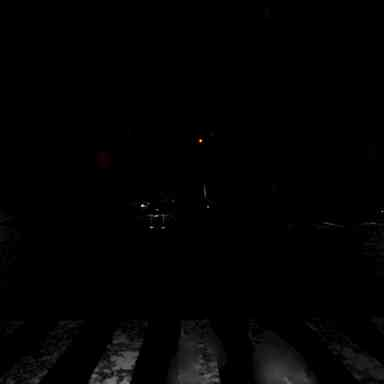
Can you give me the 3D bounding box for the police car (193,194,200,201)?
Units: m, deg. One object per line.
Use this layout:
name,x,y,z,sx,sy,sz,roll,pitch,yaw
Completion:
police car,1.185,1.463,90.628,1.930,1.638,5.238,0,0,-1

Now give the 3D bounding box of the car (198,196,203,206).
car,2.210,1.553,47.339,1.887,1.381,4.507,0,0,-1

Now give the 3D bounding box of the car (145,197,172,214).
car,-3.473,1.569,34.735,1.994,1.385,4.181,0,0,-2

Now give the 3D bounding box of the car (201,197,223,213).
car,2.369,1.556,36.451,2.008,1.369,4.403,0,0,-1

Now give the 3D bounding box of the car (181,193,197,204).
car,-0.700,1.510,64.424,2.128,1.511,4.902,0,0,-1

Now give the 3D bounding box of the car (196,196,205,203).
car,1.833,1.590,73.231,1.947,1.339,4.313,0,0,-1

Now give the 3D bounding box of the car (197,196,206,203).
car,1.907,1.545,68.112,1.752,1.417,4.829,0,0,-1

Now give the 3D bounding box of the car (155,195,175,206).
car,-3.593,1.485,43.547,1.882,1.535,5.008,0,0,-1

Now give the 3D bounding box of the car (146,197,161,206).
car,-6.441,1.579,55.892,1.947,1.339,4.313,0,0,-1

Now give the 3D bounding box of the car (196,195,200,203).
car,2.131,1.562,52.783,2.008,1.369,4.403,0,0,-1

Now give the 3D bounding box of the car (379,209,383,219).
car,14.625,1.303,21.105,4.718,1.301,1.895,-1,0,-1

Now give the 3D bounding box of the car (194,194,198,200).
car,1.987,1.567,62.654,2.008,1.369,4.403,0,0,-1

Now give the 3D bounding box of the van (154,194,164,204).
van,-6.599,1.360,66.717,1.690,1.788,3.998,0,0,-1

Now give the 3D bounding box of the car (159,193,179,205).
car,-3.739,1.363,54.151,2.097,1.767,4.553,0,0,-1

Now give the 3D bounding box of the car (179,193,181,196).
car,-3.873,1.200,69.401,2.128,1.511,4.902,0,0,-1

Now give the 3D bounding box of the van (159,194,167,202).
van,-6.757,1.368,77.543,1.690,1.788,3.998,0,0,-1

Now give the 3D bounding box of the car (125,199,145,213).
car,-6.156,1.556,36.330,2.008,1.369,4.403,0,0,-1

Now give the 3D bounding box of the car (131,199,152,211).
car,-6.229,1.557,41.322,2.008,1.369,4.403,0,0,-1
